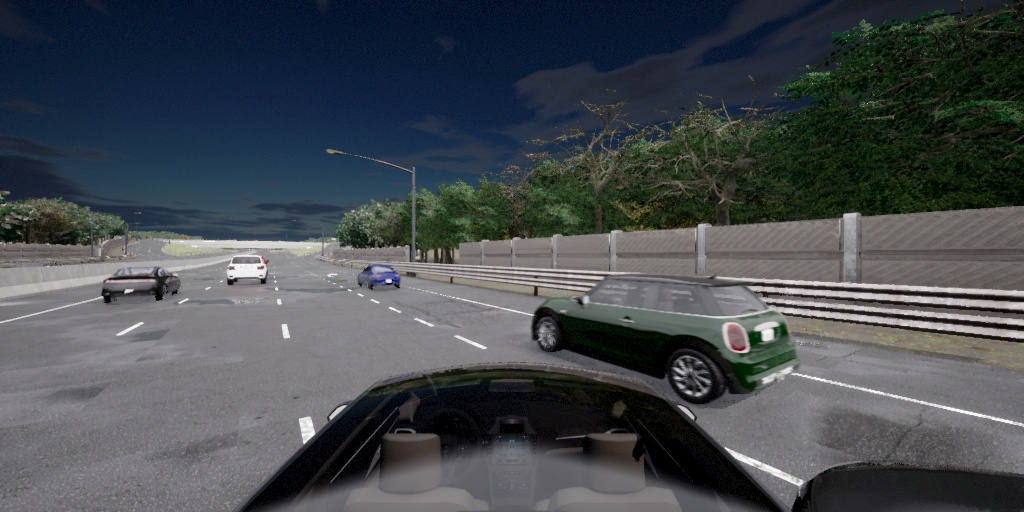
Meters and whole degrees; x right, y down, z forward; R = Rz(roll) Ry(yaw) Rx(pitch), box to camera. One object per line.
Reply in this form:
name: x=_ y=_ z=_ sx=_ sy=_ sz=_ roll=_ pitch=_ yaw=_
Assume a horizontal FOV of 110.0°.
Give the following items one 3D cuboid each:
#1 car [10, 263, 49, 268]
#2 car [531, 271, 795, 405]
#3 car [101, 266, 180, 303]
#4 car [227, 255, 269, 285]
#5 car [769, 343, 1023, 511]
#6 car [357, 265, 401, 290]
car: x=-37.681 y=1.285 z=28.198 sx=1.994 sy=1.385 sz=4.181 roll=0 pitch=0 yaw=-34
car: x=2.349 y=1.104 z=6.713 sx=2.097 sy=1.767 sz=4.553 roll=0 pitch=0 yaw=-34
car: x=-17.106 y=1.234 z=16.736 sx=2.128 sy=1.511 sz=4.902 roll=0 pitch=0 yaw=-34
car: x=-19.283 y=0.957 z=26.244 sx=2.150 sy=2.045 sz=5.566 roll=0 pitch=0 yaw=-34
car: x=2.985 y=1.315 z=0.502 sx=4.181 sy=1.385 sz=1.994 roll=0 pitch=0 yaw=34
car: x=-8.426 y=1.269 z=22.659 sx=1.812 sy=1.442 sz=4.674 roll=0 pitch=0 yaw=-34
